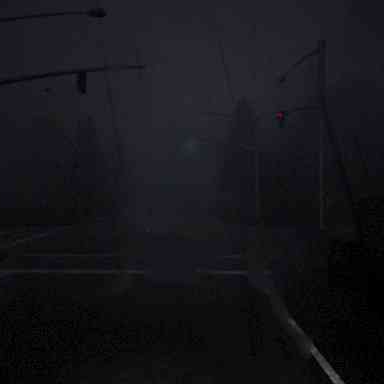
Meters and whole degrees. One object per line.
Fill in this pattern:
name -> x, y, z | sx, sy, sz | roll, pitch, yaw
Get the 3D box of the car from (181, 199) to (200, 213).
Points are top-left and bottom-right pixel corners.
car -> -0.289, 1.620, 41.335 | 2.097, 1.767, 4.553 | 0, 0, -5

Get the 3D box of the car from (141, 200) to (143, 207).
car -> -7.400, 1.872, 56.681 | 1.837, 1.490, 4.892 | 0, 0, -21

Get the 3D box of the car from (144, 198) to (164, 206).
car -> -7.589, 1.975, 66.012 | 2.033, 1.411, 5.357 | 0, 0, -28

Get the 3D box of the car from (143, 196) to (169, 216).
car -> -3.740, 1.460, 36.772 | 2.150, 2.045, 5.566 | 0, 0, -2
